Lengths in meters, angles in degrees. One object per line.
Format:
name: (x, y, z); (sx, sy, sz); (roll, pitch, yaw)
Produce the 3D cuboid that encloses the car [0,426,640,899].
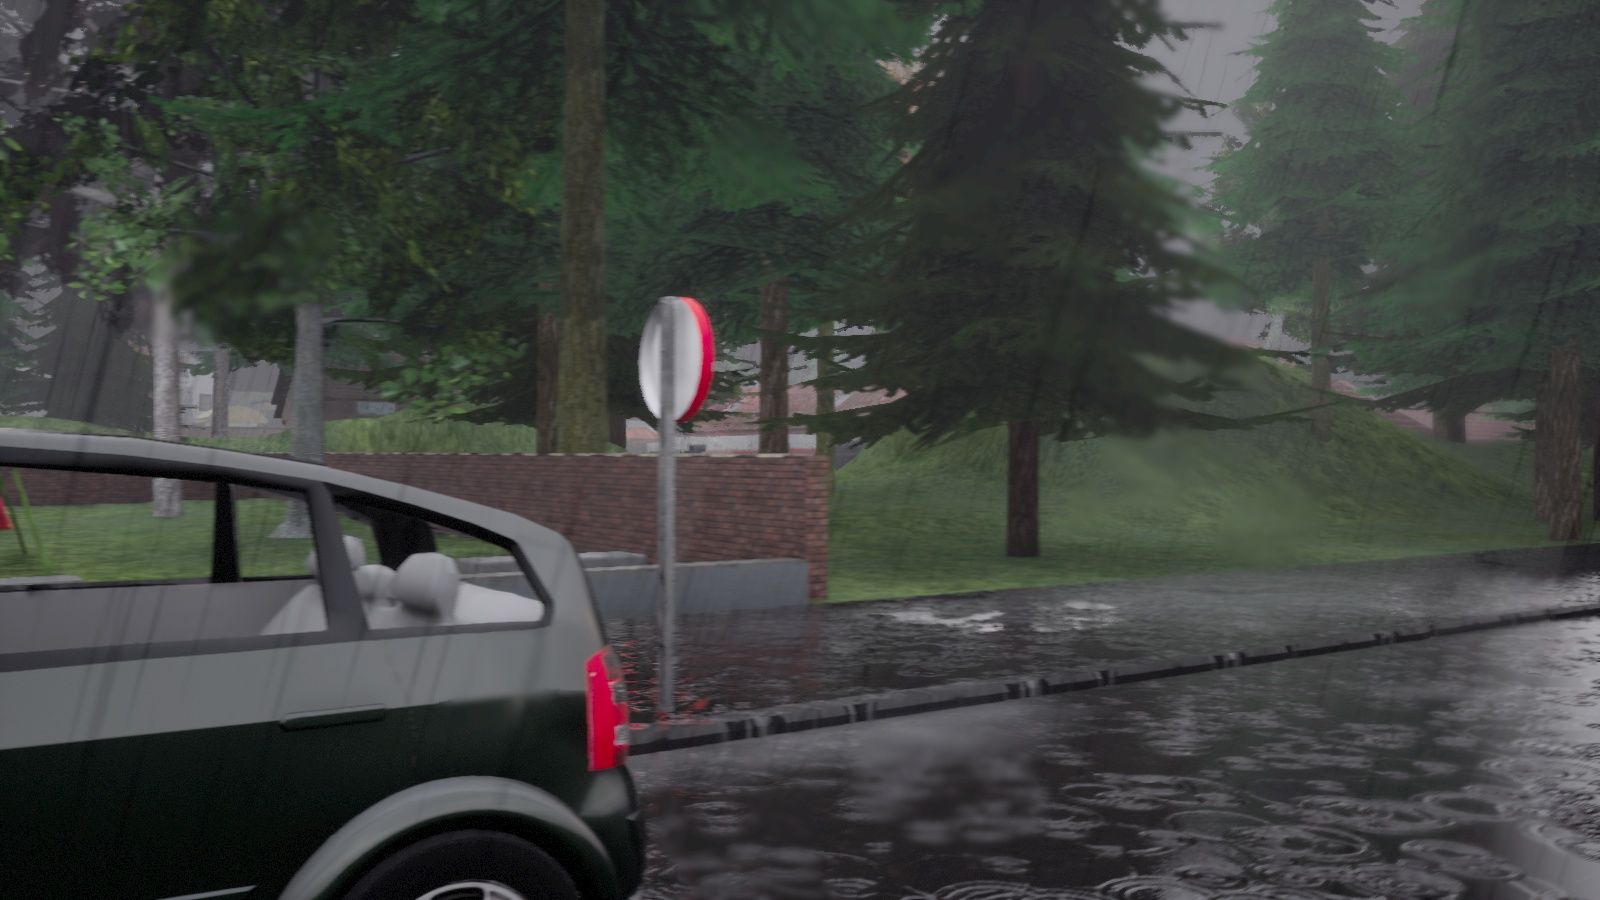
car: (-2.406, 0.733, 2.593); (3.705, 1.549, 1.789); (0, 0, -35)
